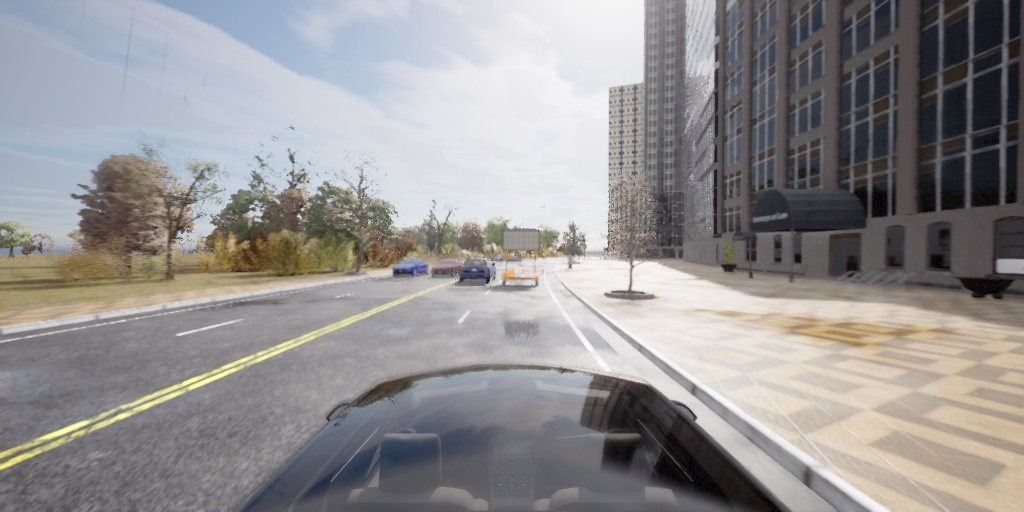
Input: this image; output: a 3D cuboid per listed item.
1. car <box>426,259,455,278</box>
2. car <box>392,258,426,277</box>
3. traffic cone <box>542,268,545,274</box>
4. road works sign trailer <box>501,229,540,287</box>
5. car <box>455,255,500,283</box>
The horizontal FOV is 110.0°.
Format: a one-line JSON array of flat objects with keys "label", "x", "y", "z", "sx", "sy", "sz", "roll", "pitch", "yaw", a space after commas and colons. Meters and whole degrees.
[{"label": "car", "x": -5.420, "y": 0.977, "z": 30.566, "sx": 1.882, "sy": 1.535, "sz": 5.008, "roll": 0, "pitch": 0, "yaw": 5}, {"label": "car", "x": -8.643, "y": 0.960, "z": 31.007, "sx": 1.882, "sy": 1.535, "sz": 5.008, "roll": 0, "pitch": 0, "yaw": 5}, {"label": "traffic cone", "x": 3.128, "y": 1.453, "z": 35.742, "sx": 0.340, "sy": 0.580, "sz": 0.340, "roll": 0, "pitch": 0, "yaw": 4}, {"label": "road works sign trailer", "x": 0.574, "y": 0.051, "z": 22.893, "sx": 2.380, "sy": 3.560, "sz": 2.880, "roll": 0, "pitch": 0, "yaw": 4}, {"label": "car", "x": -2.341, "y": 0.905, "z": 25.610, "sx": 2.097, "sy": 1.767, "sz": 4.553, "roll": 0, "pitch": 0, "yaw": 4}]
